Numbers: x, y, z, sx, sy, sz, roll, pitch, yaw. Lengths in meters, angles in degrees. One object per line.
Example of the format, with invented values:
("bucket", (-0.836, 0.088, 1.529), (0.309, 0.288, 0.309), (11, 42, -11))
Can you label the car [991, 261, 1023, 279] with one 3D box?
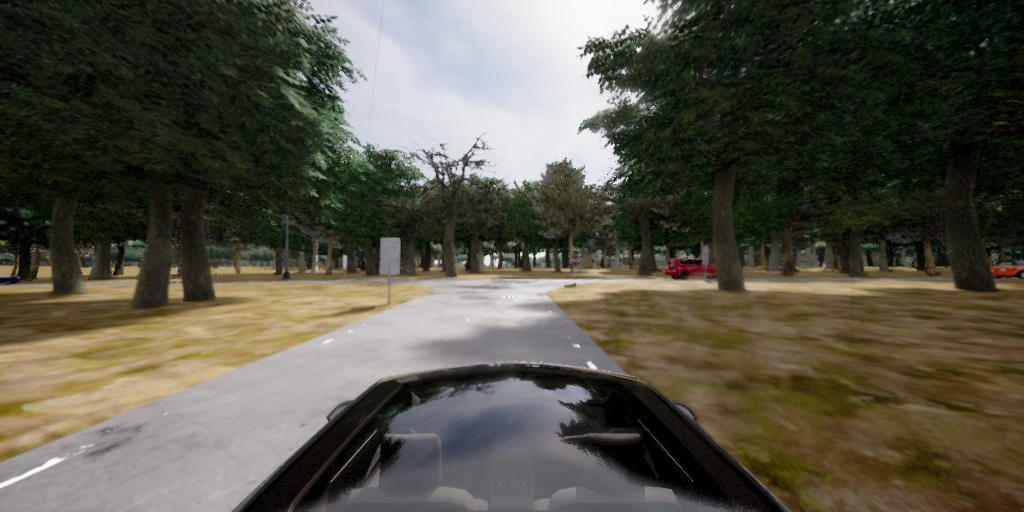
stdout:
("car", (47.450, 1.231, 33.020), (4.553, 1.767, 2.097), (0, -2, 3))

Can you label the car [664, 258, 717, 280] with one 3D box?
("car", (17.576, 1.264, 34.323), (5.566, 2.045, 2.150), (0, -2, 2))
